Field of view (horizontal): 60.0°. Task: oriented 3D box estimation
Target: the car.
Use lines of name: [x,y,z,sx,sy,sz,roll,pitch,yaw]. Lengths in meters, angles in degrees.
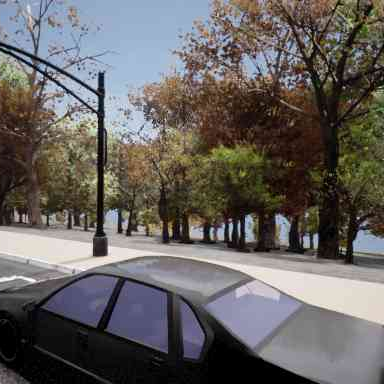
car: [-0.528,1.547,4.055,5.357,1.411,2.033,0,0,35]
